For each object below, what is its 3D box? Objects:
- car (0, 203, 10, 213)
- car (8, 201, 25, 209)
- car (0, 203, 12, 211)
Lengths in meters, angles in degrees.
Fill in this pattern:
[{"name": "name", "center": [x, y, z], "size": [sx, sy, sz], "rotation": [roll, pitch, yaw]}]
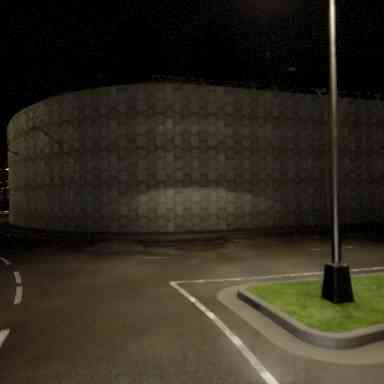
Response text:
[{"name": "car", "center": [-29.897, 2.507, 53.600], "size": [1.882, 1.535, 5.008], "rotation": [-1, -1, -14]}, {"name": "car", "center": [-38.351, 2.826, 72.791], "size": [2.128, 1.511, 4.902], "rotation": [-1, -1, -14]}, {"name": "car", "center": [-35.856, 2.756, 62.677], "size": [2.033, 1.411, 5.357], "rotation": [-1, -1, -14]}]
